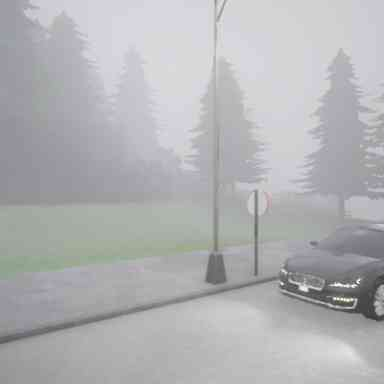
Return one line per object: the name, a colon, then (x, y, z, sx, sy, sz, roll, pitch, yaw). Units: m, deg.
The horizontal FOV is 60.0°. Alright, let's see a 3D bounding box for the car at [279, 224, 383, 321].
car: (3.998, 1.508, 7.376, 4.892, 1.490, 1.837, 1, 0, -35)
